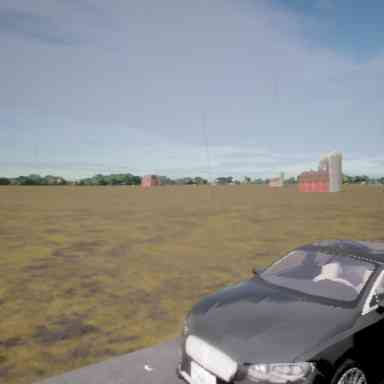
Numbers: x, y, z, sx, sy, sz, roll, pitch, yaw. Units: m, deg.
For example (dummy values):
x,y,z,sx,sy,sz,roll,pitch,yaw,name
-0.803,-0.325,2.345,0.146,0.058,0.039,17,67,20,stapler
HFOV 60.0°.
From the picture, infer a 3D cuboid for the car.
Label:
x,y,z,sx,sy,sz,roll,pitch,yaw,name
2.096,1.488,4.567,4.902,1.511,2.128,0,0,-36,car
